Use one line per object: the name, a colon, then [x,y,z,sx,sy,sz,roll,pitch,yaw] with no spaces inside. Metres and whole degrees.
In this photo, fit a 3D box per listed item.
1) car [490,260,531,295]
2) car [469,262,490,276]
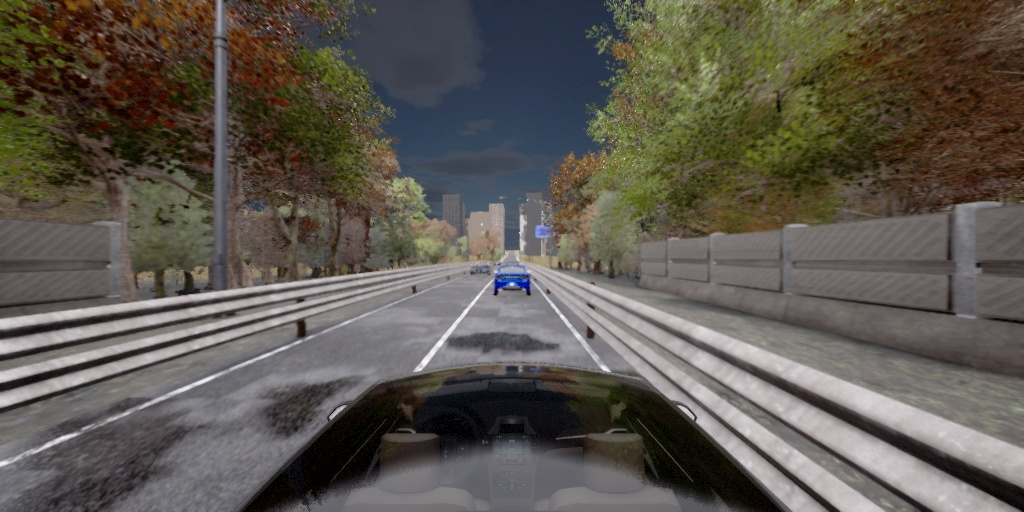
car: [0.020,1.193,19.660,1.882,1.535,5.008,0,0,0]
car: [-3.321,1.379,38.221,1.994,1.385,4.181,0,-1,0]
